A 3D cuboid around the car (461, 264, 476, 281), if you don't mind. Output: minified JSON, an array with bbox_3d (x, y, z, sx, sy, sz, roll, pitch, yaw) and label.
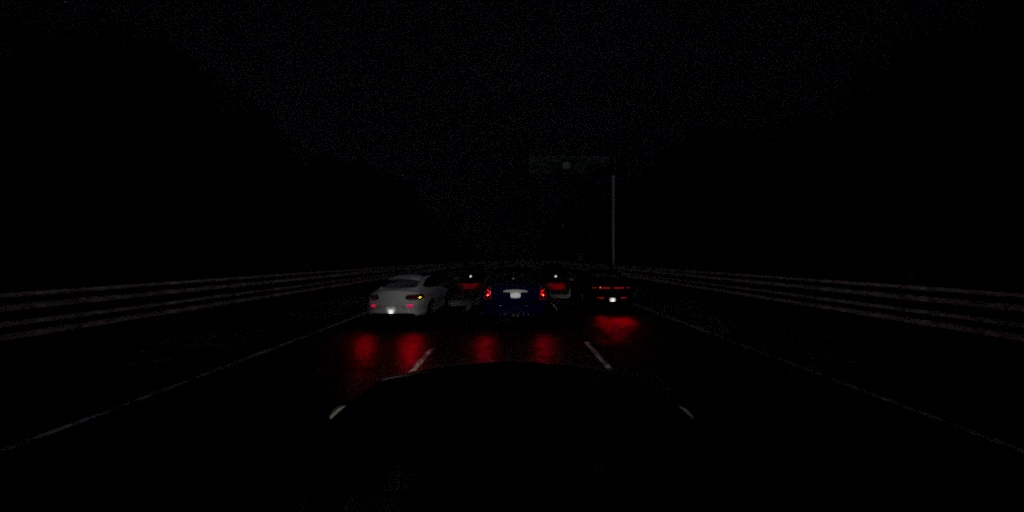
[{"bbox_3d":[-3.398,1.435,31.967,1.837,1.490,4.892,0,0,0],"label":"car"}]

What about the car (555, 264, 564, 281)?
[{"bbox_3d":[3.601,1.435,31.931,1.837,1.490,4.892,0,0,0],"label":"car"}]

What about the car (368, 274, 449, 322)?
[{"bbox_3d":[-3.412,1.334,12.401,1.812,1.442,4.674,0,0,0],"label":"car"}]

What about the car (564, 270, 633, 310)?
[{"bbox_3d":[3.603,1.330,15.239,1.837,1.490,4.892,0,0,0],"label":"car"}]

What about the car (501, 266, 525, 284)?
[{"bbox_3d":[0.103,1.519,30.331,1.895,1.301,4.718,0,0,0],"label":"car"}]

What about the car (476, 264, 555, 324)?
[{"bbox_3d":[0.101,1.161,12.412,2.097,1.767,4.553,0,0,0],"label":"car"}]
